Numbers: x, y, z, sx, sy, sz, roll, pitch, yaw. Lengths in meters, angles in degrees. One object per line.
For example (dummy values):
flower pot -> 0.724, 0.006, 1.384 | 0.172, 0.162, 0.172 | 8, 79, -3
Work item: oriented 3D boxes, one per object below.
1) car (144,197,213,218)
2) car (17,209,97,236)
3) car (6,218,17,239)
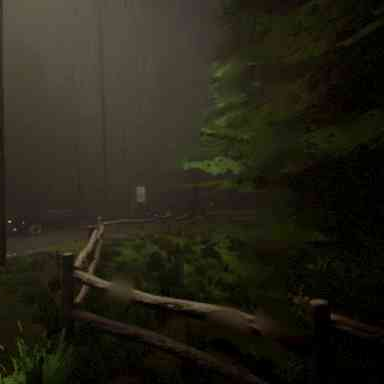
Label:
car -> -0.937, 1.261, 26.165 | 5.566, 2.045, 2.150 | 0, 0, -31
car -> -8.060, 1.681, 19.451 | 1.895, 1.301, 4.718 | 0, 0, 37
car -> -8.787, 1.304, 10.918 | 2.150, 2.045, 5.566 | -2, 0, 11
